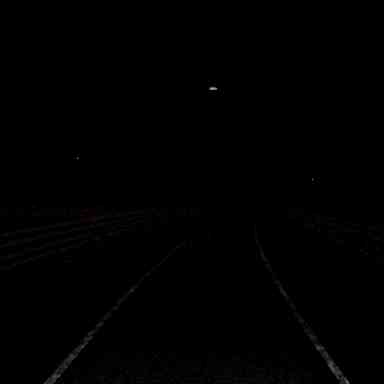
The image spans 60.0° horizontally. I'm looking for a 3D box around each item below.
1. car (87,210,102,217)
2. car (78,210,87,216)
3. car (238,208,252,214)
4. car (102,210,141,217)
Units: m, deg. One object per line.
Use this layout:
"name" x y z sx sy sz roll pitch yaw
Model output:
"car" -11.159 2.592 44.612 1.812 1.442 4.674 -2 -3 37
"car" -13.941 2.707 46.731 1.994 1.385 4.181 -2 -3 37
"car" 13.306 4.647 82.893 1.837 1.490 4.892 -2 -3 37
"car" -8.361 2.533 42.510 2.033 1.411 5.357 -2 -3 37
